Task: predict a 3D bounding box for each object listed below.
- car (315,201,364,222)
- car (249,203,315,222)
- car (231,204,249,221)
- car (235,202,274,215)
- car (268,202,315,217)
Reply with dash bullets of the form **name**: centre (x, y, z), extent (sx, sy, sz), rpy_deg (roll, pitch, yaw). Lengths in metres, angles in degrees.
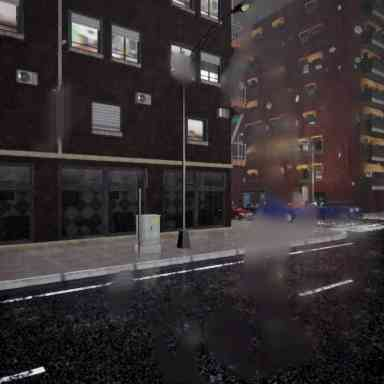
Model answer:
- **car**: centre (11.999, 1.550, 28.427), extent (2.097, 1.767, 4.553), rpy_deg (0, -1, -39)
- **car**: centre (7.713, 1.713, 28.997), extent (1.882, 1.535, 5.008), rpy_deg (0, -1, -36)
- **car**: centre (3.681, 1.861, 30.196), extent (1.802, 1.307, 4.206), rpy_deg (-1, 0, -36)
- **car**: centre (7.333, 1.918, 39.395), extent (1.947, 1.339, 4.313), rpy_deg (-1, 0, -36)
- **car**: centre (10.448, 1.827, 35.082), extent (1.887, 1.381, 4.507), rpy_deg (-1, 0, -36)
